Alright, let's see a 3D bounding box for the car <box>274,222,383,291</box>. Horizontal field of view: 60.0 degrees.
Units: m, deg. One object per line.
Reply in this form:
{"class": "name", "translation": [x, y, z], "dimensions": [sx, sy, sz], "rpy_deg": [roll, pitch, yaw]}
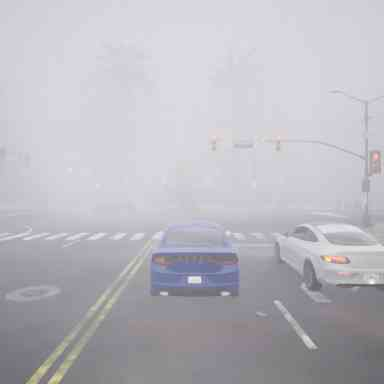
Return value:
{"class": "car", "translation": [3.563, 1.526, 8.901], "dimensions": [1.812, 1.442, 4.674], "rpy_deg": [0, 0, 0]}

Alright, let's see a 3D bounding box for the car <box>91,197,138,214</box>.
{"class": "car", "translation": [-7.925, 1.352, 34.152], "dimensions": [4.553, 1.767, 2.097], "rpy_deg": [0, 0, 0]}

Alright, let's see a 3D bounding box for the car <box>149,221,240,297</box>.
{"class": "car", "translation": [0.062, 1.478, 8.650], "dimensions": [1.882, 1.535, 5.008], "rpy_deg": [0, 0, 0]}
